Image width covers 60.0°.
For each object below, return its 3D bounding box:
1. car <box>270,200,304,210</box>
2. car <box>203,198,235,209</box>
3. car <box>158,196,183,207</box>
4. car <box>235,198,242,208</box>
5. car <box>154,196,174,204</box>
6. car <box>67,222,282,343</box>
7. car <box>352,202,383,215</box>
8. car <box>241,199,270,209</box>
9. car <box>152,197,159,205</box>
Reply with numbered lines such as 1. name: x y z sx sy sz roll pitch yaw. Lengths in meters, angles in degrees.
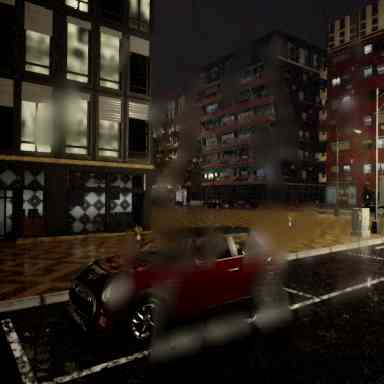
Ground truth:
1. car: 13.433 1.806 45.988 1.802 1.307 4.206 1 -1 -35
2. car: 3.314 1.677 45.803 2.008 1.369 4.403 1 -1 -35
3. car: -3.217 1.733 55.076 1.887 1.381 4.507 1 -1 -35
4. car: 6.903 1.725 55.261 1.967 1.590 4.097 1 -1 -35
5. car: -6.158 1.724 73.807 2.192 1.841 5.009 1 -1 -35
6. car: -0.200 1.441 6.395 4.097 1.590 1.967 0 1 -35
7. car: 19.964 1.729 36.716 1.947 1.339 4.313 1 -1 -35
8. car: 10.168 1.799 50.625 1.887 1.381 4.507 1 -1 -35
9. car: -6.482 1.763 59.712 1.887 1.381 4.507 1 -1 -35
